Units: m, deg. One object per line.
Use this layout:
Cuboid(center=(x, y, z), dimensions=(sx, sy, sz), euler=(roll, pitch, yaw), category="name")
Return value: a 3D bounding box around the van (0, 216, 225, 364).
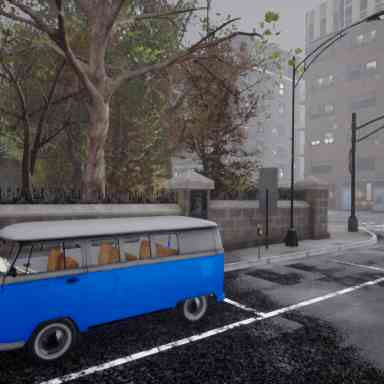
Cuboid(center=(-1.302, 1.342, 5.563), dimensions=(3.998, 1.788, 1.690), euler=(0, 1, -35), category="van")
